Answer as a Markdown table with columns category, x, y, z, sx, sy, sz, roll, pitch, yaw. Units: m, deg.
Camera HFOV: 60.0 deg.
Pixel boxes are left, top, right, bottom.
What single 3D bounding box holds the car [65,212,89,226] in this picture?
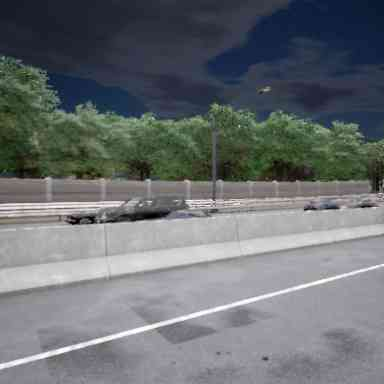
| category | x | y | z | sx | sy | sz | roll | pitch | yaw |
| --- | --- | --- | --- | --- | --- | --- | --- | --- | --- |
| car | -5.611 | 1.578 | 21.439 | 4.718 | 1.301 | 1.895 | 0 | 0 | -35 |

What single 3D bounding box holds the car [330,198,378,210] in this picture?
| category | x | y | z | sx | sy | sz | roll | pitch | yaw |
| --- | --- | --- | --- | --- | --- | --- | --- | --- | --- |
| car | 15.941 | 1.308 | 31.995 | 4.902 | 1.511 | 2.128 | -1 | 1 | -34 |

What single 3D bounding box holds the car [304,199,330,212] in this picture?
| category | x | y | z | sx | sy | sz | roll | pitch | yaw |
| --- | --- | --- | --- | --- | --- | --- | --- | --- | --- |
| car | 13.638 | 1.385 | 34.662 | 4.181 | 1.385 | 1.994 | -1 | 1 | -34 |

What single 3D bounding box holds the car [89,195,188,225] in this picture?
| category | x | y | z | sx | sy | sz | roll | pitch | yaw |
| --- | --- | --- | --- | --- | --- | --- | --- | --- | --- |
| car | -2.685 | 1.196 | 19.216 | 5.566 | 2.045 | 2.150 | 0 | 0 | -35 |

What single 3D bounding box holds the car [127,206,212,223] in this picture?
| category | x | y | z | sx | sy | sz | roll | pitch | yaw |
| --- | --- | --- | --- | --- | --- | --- | --- | --- | --- |
| car | -0.503 | 1.576 | 16.473 | 4.718 | 1.301 | 1.895 | 0 | 0 | -35 |
